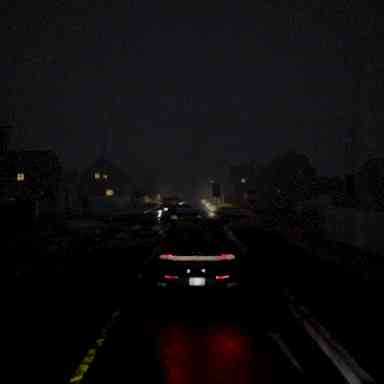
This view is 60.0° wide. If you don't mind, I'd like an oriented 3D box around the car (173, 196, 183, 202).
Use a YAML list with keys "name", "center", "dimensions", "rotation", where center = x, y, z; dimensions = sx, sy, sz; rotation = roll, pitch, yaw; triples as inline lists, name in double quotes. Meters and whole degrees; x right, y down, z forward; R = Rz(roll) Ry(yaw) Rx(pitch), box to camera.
- name: "car"
  center: [-2.776, 1.428, 68.189]
  dimensions: [1.895, 1.301, 4.718]
  rotation: [0, 0, 0]

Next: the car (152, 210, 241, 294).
- name: "car"
  center: [0.098, 1.447, 8.634]
  dimensions: [2.128, 1.511, 4.902]
  rotation: [0, 0, 0]

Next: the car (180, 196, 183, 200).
- name: "car"
  center: [-2.849, 1.358, 52.791]
  dimensions: [1.812, 1.442, 4.674]
  rotation: [0, 0, 1]

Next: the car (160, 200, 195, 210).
- name: "car"
  center: [-0.684, 1.447, 20.085]
  dimensions: [1.994, 1.385, 4.181]
  rotation: [0, 1, -12]

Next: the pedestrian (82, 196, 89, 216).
- name: "pedestrian"
  center: [-9.821, 1.230, 30.515]
  dimensions: [0.375, 1.860, 0.375]
  rotation: [0, -3, -1]

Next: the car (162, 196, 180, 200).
- name: "car"
  center: [-2.853, 1.328, 41.256]
  dimensions: [1.882, 1.535, 5.008]
  rotation: [0, 0, 0]
